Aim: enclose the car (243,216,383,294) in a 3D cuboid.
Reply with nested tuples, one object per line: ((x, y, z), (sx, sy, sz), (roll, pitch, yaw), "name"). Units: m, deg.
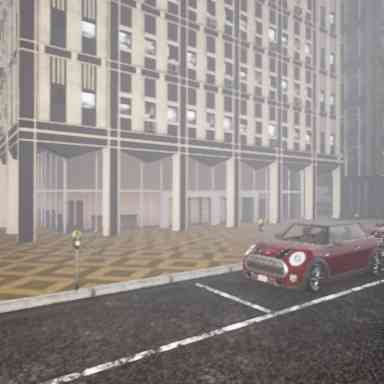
((3.270, 1.492, 8.894), (4.097, 1.590, 1.967), (0, 0, -35), "car")
